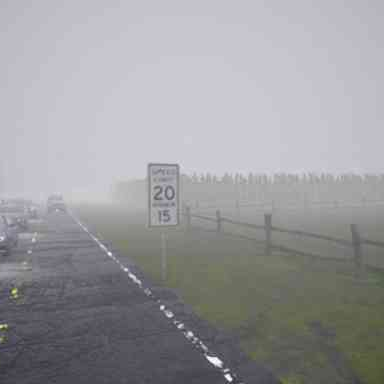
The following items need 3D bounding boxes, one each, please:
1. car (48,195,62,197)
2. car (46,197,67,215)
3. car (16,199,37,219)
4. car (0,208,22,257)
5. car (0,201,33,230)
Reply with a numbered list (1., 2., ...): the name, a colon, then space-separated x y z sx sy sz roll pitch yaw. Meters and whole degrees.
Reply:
1. car: -18.753 1.371 45.589 2.150 2.045 5.566 0 0 -23
2. car: -14.784 1.625 36.438 1.837 1.490 4.892 0 0 -22
3. car: -15.255 1.456 30.205 2.097 1.767 4.553 0 0 -23
4. car: -7.872 1.573 12.861 1.812 1.442 4.674 0 0 -23
5. car: -11.411 1.580 21.151 1.837 1.490 4.892 0 0 -23
